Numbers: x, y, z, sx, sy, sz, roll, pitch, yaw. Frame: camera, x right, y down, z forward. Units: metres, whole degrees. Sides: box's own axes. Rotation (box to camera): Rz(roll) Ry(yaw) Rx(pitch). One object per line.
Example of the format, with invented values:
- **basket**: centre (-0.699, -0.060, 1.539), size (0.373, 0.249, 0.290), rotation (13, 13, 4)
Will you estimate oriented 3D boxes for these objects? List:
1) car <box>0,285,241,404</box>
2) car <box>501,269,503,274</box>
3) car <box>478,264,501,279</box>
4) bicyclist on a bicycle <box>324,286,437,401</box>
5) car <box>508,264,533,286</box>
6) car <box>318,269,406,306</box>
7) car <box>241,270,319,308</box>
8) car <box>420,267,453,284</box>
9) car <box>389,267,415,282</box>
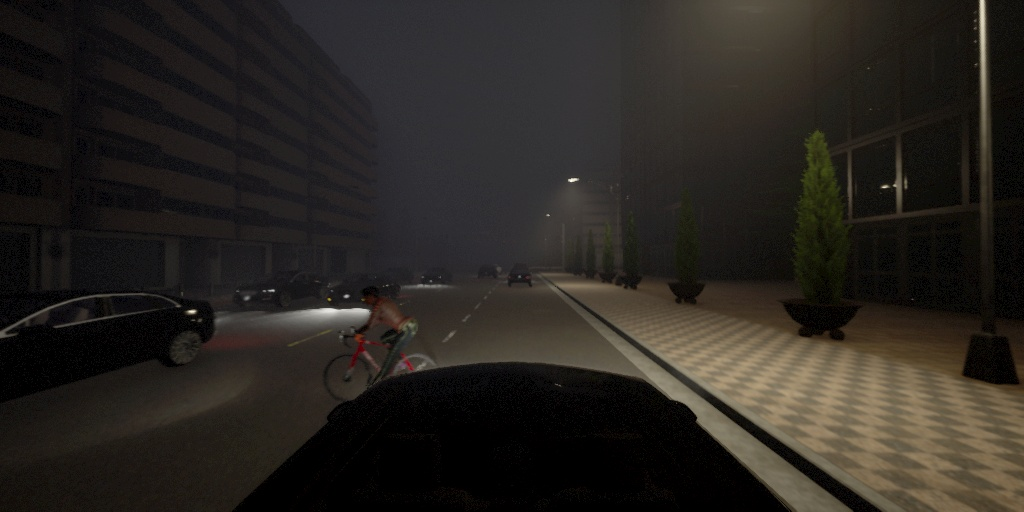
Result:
- **car**: centre (-7.041, 1.280, 5.351), size (2.128, 1.511, 4.902), rotation (0, -1, 1)
- **car**: centre (-2.395, 1.841, 48.982), size (1.812, 1.442, 4.674), rotation (0, -1, 2)
- **car**: centre (-2.596, 1.679, 39.490), size (1.882, 1.535, 5.008), rotation (0, -1, 1)
- **bicyclist on a bicycle**: centre (-1.816, 1.240, 5.004), size (1.656, 1.620, 0.582), rotation (0, -1, 1)
- **car**: centre (0.659, 1.620, 28.753), size (2.033, 1.411, 5.357), rotation (0, -1, 2)
- **car**: centre (-6.759, 1.489, 16.734), size (1.994, 1.385, 4.181), rotation (0, -1, 2)
- **car**: centre (-10.270, 1.413, 16.436), size (2.128, 1.511, 4.902), rotation (0, -1, 2)
- **car**: centre (-6.404, 1.649, 31.308), size (2.033, 1.411, 5.357), rotation (0, -1, 2)
- **car**: centre (-9.922, 1.640, 30.724), size (2.033, 1.411, 5.357), rotation (0, -1, 2)
